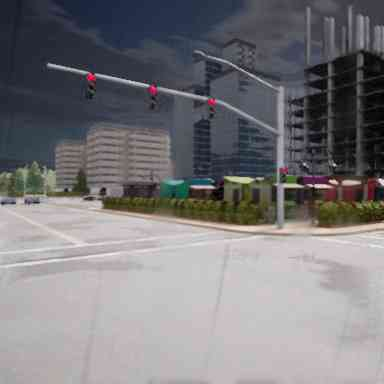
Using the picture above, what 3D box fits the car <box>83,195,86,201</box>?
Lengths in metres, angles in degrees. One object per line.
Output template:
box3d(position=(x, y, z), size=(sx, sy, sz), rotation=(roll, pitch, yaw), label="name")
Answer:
box3d(position=(-21.595, 0.973, 73.446), size=(4.605, 1.855, 1.932), rotation=(0, 0, -36), label="car")

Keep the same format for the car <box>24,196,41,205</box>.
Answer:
box3d(position=(-27.027, 1.411, 56.323), size=(2.033, 1.411, 5.357), rotation=(0, 0, -36), label="car")

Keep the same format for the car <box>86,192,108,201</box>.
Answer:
box3d(position=(-19.943, 0.982, 71.069), size=(3.866, 1.878, 1.905), rotation=(0, 0, -36), label="car")

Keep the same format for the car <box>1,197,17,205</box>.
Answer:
box3d(position=(-29.926, 1.432, 54.337), size=(1.994, 1.385, 4.181), rotation=(0, 0, -34), label="car")
